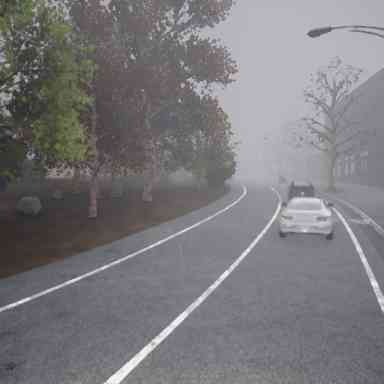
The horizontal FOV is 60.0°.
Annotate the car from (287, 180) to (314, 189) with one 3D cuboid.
[{"bbox_3d":[9.038,-0.238,27.766,1.882,1.535,5.008,0,4,14],"label":"car"}]

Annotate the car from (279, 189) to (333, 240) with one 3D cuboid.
[{"bbox_3d":[4.554,0.878,13.231,1.812,1.442,4.674,0,4,20],"label":"car"}]

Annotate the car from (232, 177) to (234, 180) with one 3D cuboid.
[{"bbox_3d":[7.886,-3.331,73.606,1.895,1.301,4.718,1,4,-7],"label":"car"}]
